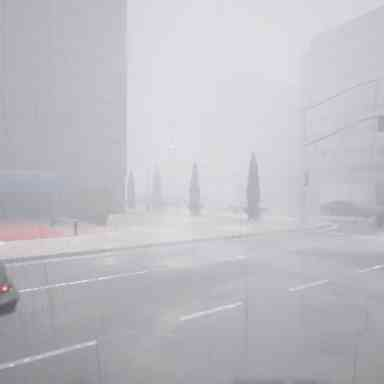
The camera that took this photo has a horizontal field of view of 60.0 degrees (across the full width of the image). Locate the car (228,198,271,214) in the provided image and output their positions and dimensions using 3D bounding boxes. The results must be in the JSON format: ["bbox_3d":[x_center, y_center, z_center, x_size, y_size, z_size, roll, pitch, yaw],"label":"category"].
[{"bbox_3d":[6.101,1.524,34.998,1.812,1.442,4.674,0,0,-35],"label":"car"}]

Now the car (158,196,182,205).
[{"bbox_3d":[-4.181,1.545,62.372,2.033,1.411,5.357,0,0,-35],"label":"car"}]

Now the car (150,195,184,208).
[{"bbox_3d":[-3.734,1.489,49.141,2.128,1.511,4.902,0,0,-35],"label":"car"}]

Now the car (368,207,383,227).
[{"bbox_3d":[12.569,1.524,19.752,1.812,1.442,4.674,1,0,6],"label":"car"}]

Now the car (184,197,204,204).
[{"bbox_3d":[0.246,1.349,62.141,2.097,1.767,4.553,0,0,-35],"label":"car"}]

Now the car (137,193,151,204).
[{"bbox_3d":[-7.325,1.220,60.523,2.150,2.045,5.566,0,0,-34],"label":"car"}]

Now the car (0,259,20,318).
[{"bbox_3d":[-5.361,1.547,4.458,5.357,1.411,2.033,0,0,-36],"label":"car"}]

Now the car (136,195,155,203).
[{"bbox_3d":[-9.898,1.517,70.399,2.128,1.511,4.902,0,0,-35],"label":"car"}]

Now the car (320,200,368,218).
[{"bbox_3d":[13.955,1.503,29.838,1.837,1.490,4.892,0,0,-35],"label":"car"}]

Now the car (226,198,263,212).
[{"bbox_3d":[6.352,1.524,40.753,1.812,1.442,4.674,0,0,-35],"label":"car"}]

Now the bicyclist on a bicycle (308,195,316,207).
[{"bbox_3d":[16.836,1.297,46.676,1.656,1.620,0.582,0,0,-35],"label":"bicyclist on a bicycle"}]
